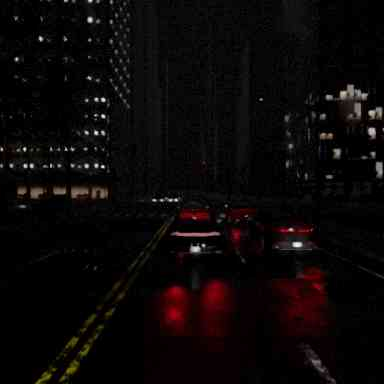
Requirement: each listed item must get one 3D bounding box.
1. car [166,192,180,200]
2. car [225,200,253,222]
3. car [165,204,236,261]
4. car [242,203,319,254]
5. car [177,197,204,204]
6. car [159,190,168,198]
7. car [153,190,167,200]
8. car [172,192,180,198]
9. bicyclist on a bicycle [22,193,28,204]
[{"bbox_3d":[-4.052,0.952,73.168,1.994,1.385,4.181,0,1,-1],"label":"car"},{"bbox_3d":[3.348,1.302,22.730,1.882,1.535,5.008,0,0,0],"label":"car"},{"bbox_3d":[0.099,1.400,11.815,2.128,1.511,4.902,0,0,0],"label":"car"},{"bbox_3d":[3.350,1.406,12.988,1.837,1.490,4.892,0,0,0],"label":"car"},{"bbox_3d":[0.098,1.313,21.332,1.882,1.535,5.008,0,0,0],"label":"car"},{"bbox_3d":[-7.568,0.480,88.657,2.150,2.045,5.566,0,1,-1],"label":"car"},{"bbox_3d":[-7.302,0.754,73.141,2.097,1.767,4.553,0,1,-1],"label":"car"},{"bbox_3d":[-4.319,0.807,88.745,1.994,1.385,4.181,0,1,-1],"label":"car"},{"bbox_3d":[-25.161,1.009,50.158,0.582,1.620,1.656,0,0,2],"label":"bicyclist on a bicycle"}]
